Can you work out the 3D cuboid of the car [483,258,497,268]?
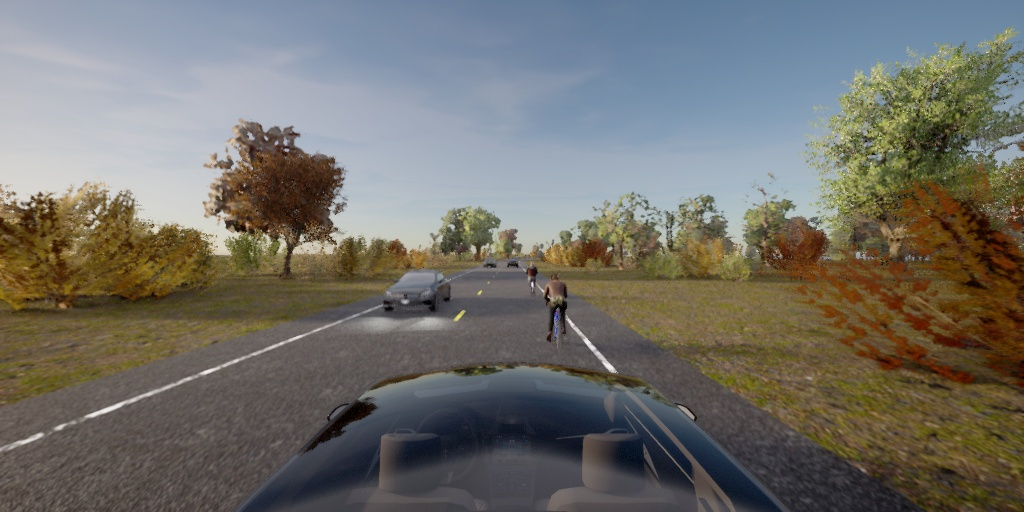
[{"bbox_3d":[-3.563,1.059,58.216,2.097,1.767,4.553,0,0,0],"label":"car"}]

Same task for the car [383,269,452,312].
[{"bbox_3d":[-3.598,1.275,14.394,1.812,1.442,4.674,0,0,0],"label":"car"}]

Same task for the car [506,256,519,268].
[{"bbox_3d":[0.106,1.205,60.875,1.837,1.490,4.892,0,-1,0],"label":"car"}]

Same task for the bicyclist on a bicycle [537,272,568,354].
[{"bbox_3d":[0.965,1.204,7.834,0.582,1.620,1.656,0,0,0],"label":"bicyclist on a bicycle"}]

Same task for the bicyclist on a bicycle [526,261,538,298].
[{"bbox_3d":[0.966,1.120,17.501,0.659,1.776,1.843,0,0,0],"label":"bicyclist on a bicycle"}]
